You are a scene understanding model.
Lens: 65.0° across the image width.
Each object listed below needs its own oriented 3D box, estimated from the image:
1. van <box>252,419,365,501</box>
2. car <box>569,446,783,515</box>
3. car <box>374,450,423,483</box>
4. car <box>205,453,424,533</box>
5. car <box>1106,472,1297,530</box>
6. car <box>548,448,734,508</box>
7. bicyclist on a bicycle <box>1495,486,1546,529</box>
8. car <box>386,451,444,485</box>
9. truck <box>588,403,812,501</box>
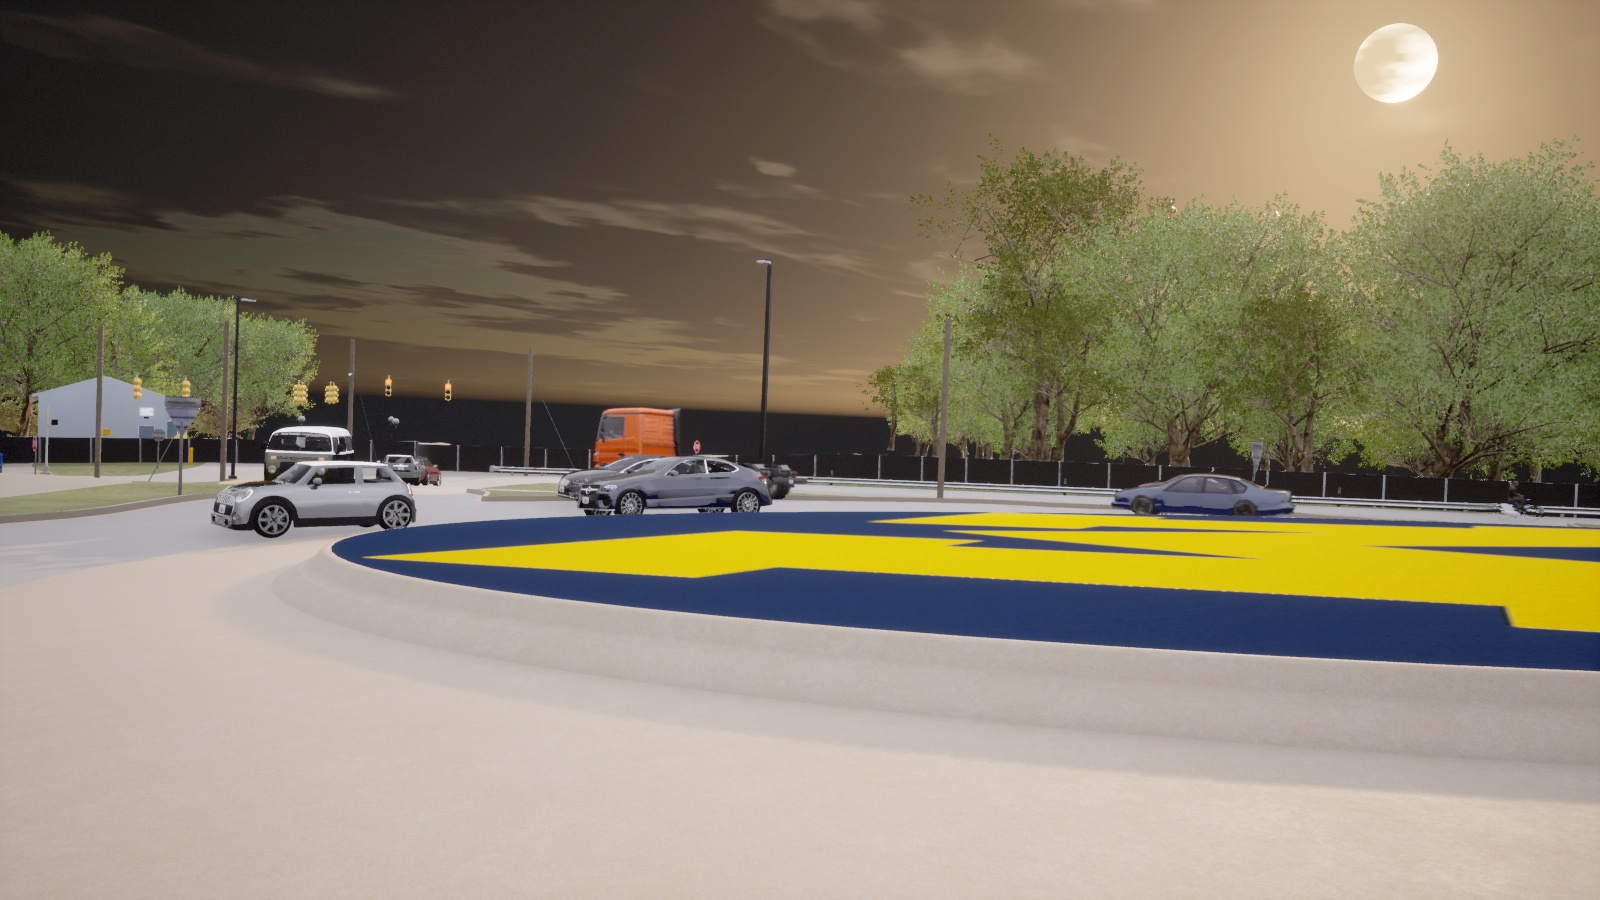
[{"bbox_3d":[-13.517,0.253,34.791,2.069,2.038,4.480,3,0,-11],"label":"van"},{"bbox_3d":[-3.145,0.800,32.222,5.027,1.651,2.152,2,-1,-33],"label":"car"},{"bbox_3d":[-19.599,0.794,61.195,1.970,1.475,3.806,2,-1,-22],"label":"car"},{"bbox_3d":[-10.115,0.857,26.275,3.806,1.475,1.970,1,2,-40],"label":"car"},{"bbox_3d":[12.394,1.525,38.776,5.357,1.411,2.033,2,2,25],"label":"car"},{"bbox_3d":[-4.636,0.829,36.848,4.902,1.511,2.128,2,2,-30],"label":"car"},{"bbox_3d":[32.081,2.533,55.929,1.843,1.776,0.659,3,0,27],"label":"bicyclist on a bicycle"},{"bbox_3d":[-21.370,1.014,69.832,2.097,1.767,4.553,3,-1,-5],"label":"car"},{"bbox_3d":[-3.792,0.050,47.094,7.936,3.462,2.891,1,-1,28],"label":"truck"}]
